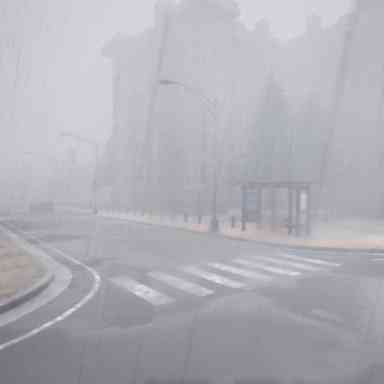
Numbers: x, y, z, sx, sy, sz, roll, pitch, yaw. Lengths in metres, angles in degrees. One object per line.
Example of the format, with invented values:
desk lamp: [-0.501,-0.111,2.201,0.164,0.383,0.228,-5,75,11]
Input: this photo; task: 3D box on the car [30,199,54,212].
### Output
car: [-17.853,1.559,39.458,1.882,1.535,5.008,1,0,-36]
